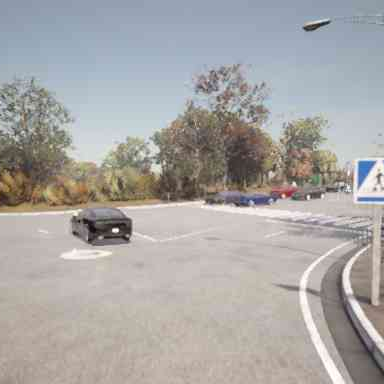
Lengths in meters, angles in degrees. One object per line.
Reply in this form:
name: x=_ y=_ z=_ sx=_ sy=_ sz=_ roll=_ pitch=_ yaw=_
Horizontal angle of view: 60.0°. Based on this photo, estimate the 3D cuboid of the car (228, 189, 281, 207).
car: x=6.045 y=0.680 z=32.020 sx=4.718 sy=1.301 sz=1.895 roll=-3 pitch=4 yaw=-39

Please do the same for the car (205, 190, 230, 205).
car: x=3.821 y=0.508 z=34.717 sx=5.357 sy=1.411 sz=2.033 roll=-3 pitch=4 yaw=-39

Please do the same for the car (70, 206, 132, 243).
car: x=-4.496 y=1.414 z=16.061 sx=1.882 sy=1.535 sz=5.008 roll=1 pitch=1 yaw=-31

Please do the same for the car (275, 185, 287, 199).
car: x=11.478 y=-0.055 z=40.811 sx=5.008 sy=1.535 sz=1.882 roll=-4 pitch=4 yaw=-38

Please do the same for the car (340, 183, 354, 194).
car: x=22.506 y=-0.416 z=45.123 sx=4.718 sy=1.301 sz=1.895 roll=-4 pitch=4 yaw=-38

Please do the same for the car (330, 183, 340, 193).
car: x=21.469 y=-0.613 z=48.748 sx=4.718 sy=1.301 sz=1.895 roll=-4 pitch=4 yaw=-38

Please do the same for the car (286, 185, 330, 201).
car: x=13.244 y=0.118 z=37.753 sx=4.892 sy=1.490 sz=1.837 roll=-5 pitch=5 yaw=-38
